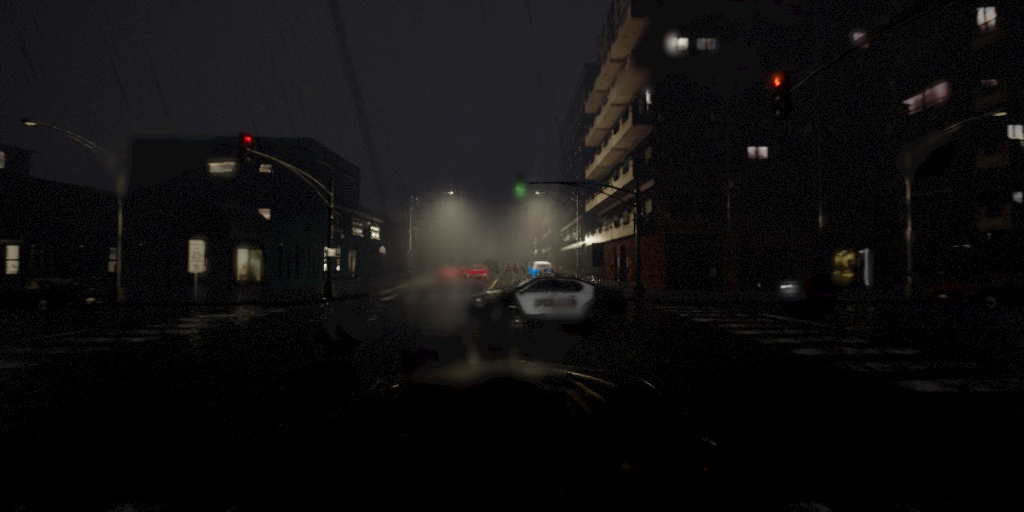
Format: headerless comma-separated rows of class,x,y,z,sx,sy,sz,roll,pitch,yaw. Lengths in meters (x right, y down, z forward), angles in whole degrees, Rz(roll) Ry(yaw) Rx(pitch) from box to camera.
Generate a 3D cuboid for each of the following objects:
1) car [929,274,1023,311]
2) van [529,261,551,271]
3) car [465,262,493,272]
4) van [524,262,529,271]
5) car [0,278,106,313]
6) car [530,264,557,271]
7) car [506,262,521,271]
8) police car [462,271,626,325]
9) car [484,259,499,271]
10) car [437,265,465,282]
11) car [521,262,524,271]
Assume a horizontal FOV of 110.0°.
car,19.624,1.403,14.404,4.507,1.381,1.888,0,0,1
van,2.691,1.420,32.736,1.690,1.789,3.998,0,0,0
car,-3.088,1.562,33.223,1.882,1.535,5.008,0,-1,0
van,2.691,1.535,43.898,1.690,1.789,3.998,0,0,0
car,-19.714,1.593,14.942,4.403,1.370,2.007,0,0,1
car,2.691,1.572,27.157,2.007,1.370,4.403,0,0,0
car,0.000,1.886,56.646,1.994,1.385,4.181,0,-1,0
police car,1.057,1.374,11.848,4.974,1.542,2.038,0,-1,1
car,-3.054,1.494,51.477,2.150,2.045,5.566,0,-1,0
car,-5.690,1.660,32.700,1.802,1.307,4.207,0,0,0
car,2.691,1.832,55.228,1.751,1.417,4.829,0,0,0
